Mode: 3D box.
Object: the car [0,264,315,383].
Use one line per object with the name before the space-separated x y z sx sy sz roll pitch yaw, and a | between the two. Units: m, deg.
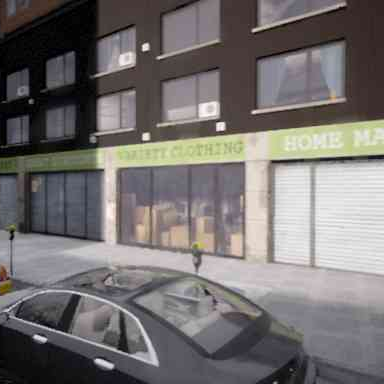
car | -0.954 1.543 3.759 4.403 1.369 2.008 0 1 34
